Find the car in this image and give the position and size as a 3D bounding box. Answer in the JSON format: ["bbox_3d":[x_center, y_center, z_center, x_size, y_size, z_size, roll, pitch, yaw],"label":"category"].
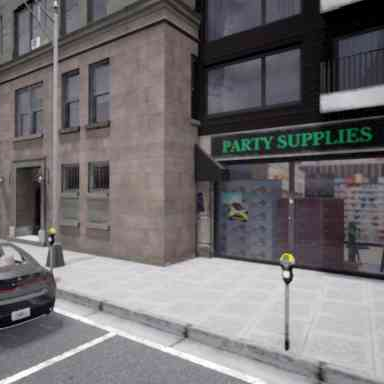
[{"bbox_3d":[-4.272,1.548,6.133,4.403,1.369,2.008,0,0,36],"label":"car"}]
